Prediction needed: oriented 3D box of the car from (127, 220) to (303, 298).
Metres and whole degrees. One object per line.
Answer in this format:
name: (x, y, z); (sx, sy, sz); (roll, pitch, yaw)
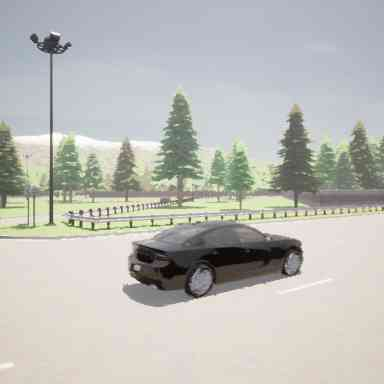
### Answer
car: (0.820, 1.477, 8.619); (5.008, 1.535, 1.882); (0, 0, -35)

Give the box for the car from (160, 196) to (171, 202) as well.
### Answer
car: (-5.552, 1.525, 69.789); (1.812, 1.442, 4.674); (0, 0, 5)
